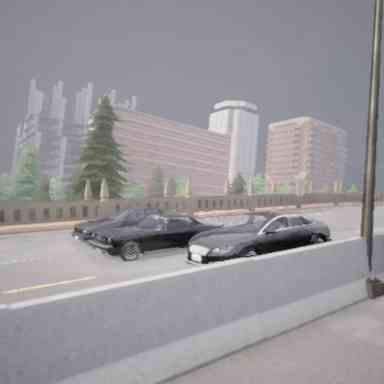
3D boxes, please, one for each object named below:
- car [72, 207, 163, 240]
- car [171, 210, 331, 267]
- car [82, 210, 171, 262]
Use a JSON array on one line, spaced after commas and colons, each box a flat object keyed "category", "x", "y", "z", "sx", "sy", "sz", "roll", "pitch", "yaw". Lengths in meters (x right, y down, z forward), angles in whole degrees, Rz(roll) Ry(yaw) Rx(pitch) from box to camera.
[{"category": "car", "x": -2.535, "y": 1.406, "z": 15.082, "sx": 5.357, "sy": 1.411, "sz": 2.033, "roll": -2, "pitch": 1, "yaw": -35}, {"category": "car", "x": 2.103, "y": 1.334, "z": 9.791, "sx": 4.902, "sy": 1.511, "sz": 2.128, "roll": -2, "pitch": 1, "yaw": -35}, {"category": "car", "x": -1.135, "y": 1.476, "z": 11.781, "sx": 4.718, "sy": 1.301, "sz": 1.895, "roll": -2, "pitch": 1, "yaw": -35}]
